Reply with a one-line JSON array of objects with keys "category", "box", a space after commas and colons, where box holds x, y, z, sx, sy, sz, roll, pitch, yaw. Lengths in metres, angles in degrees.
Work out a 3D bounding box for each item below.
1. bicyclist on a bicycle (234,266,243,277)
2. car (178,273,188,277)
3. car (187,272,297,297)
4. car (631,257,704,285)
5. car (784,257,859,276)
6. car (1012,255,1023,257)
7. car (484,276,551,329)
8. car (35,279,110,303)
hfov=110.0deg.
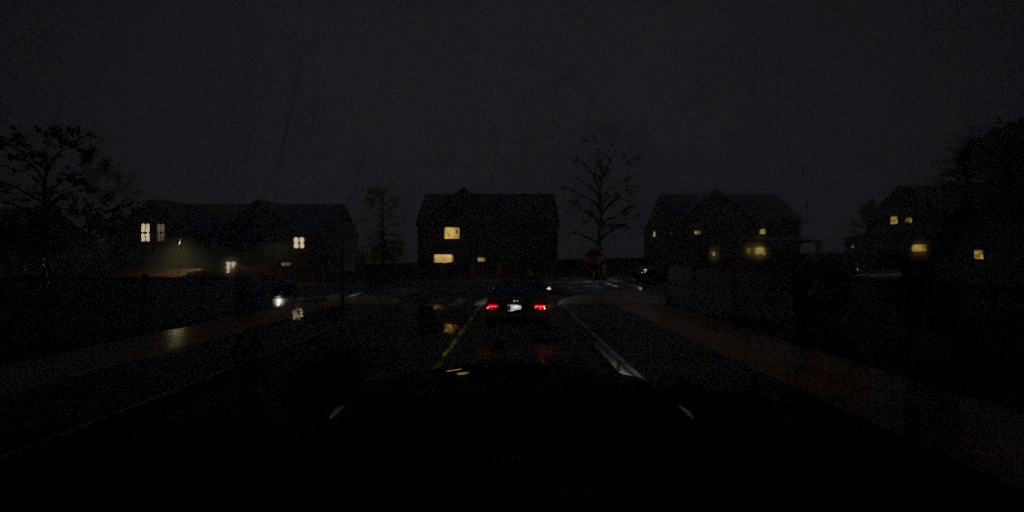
[{"category": "bicyclist on a bicycle", "box": [-20.107, 1.546, 26.359, 0.582, 1.620, 1.656, -1, 1, 0]}, {"category": "car", "box": [-20.537, 1.788, 23.462, 4.892, 1.490, 1.837, -1, 1, 0]}, {"category": "car", "box": [-15.050, 1.659, 20.506, 5.008, 1.535, 1.882, -1, 1, 0]}, {"category": "car", "box": [10.218, 0.910, 23.433, 4.553, 1.767, 2.097, -1, 1, 0]}, {"category": "car", "box": [19.650, 0.825, 23.422, 4.902, 1.511, 2.128, -2, 1, 0]}, {"category": "car", "box": [33.757, 0.606, 23.396, 4.718, 1.301, 1.895, -1, 1, 0]}, {"category": "car", "box": [0.281, 1.350, 11.530, 2.033, 1.411, 5.357, 0, 0, 4]}, {"category": "car", "box": [-24.260, 1.925, 20.516, 4.674, 1.442, 1.812, -1, 1, 0]}]
